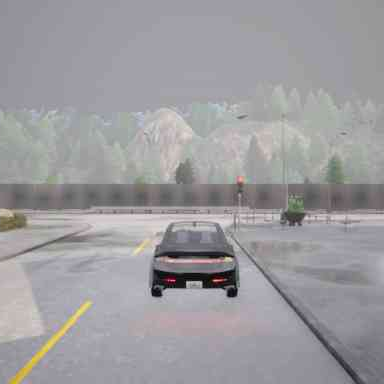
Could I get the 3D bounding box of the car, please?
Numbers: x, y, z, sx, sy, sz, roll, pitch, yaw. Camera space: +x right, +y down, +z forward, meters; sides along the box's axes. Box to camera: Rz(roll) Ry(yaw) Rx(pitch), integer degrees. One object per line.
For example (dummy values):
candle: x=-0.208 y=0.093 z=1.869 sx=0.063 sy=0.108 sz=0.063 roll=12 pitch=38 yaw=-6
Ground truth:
car: x=0.064 y=1.490 z=8.533 sx=2.128 sy=1.511 sz=4.902 roll=0 pitch=0 yaw=1
